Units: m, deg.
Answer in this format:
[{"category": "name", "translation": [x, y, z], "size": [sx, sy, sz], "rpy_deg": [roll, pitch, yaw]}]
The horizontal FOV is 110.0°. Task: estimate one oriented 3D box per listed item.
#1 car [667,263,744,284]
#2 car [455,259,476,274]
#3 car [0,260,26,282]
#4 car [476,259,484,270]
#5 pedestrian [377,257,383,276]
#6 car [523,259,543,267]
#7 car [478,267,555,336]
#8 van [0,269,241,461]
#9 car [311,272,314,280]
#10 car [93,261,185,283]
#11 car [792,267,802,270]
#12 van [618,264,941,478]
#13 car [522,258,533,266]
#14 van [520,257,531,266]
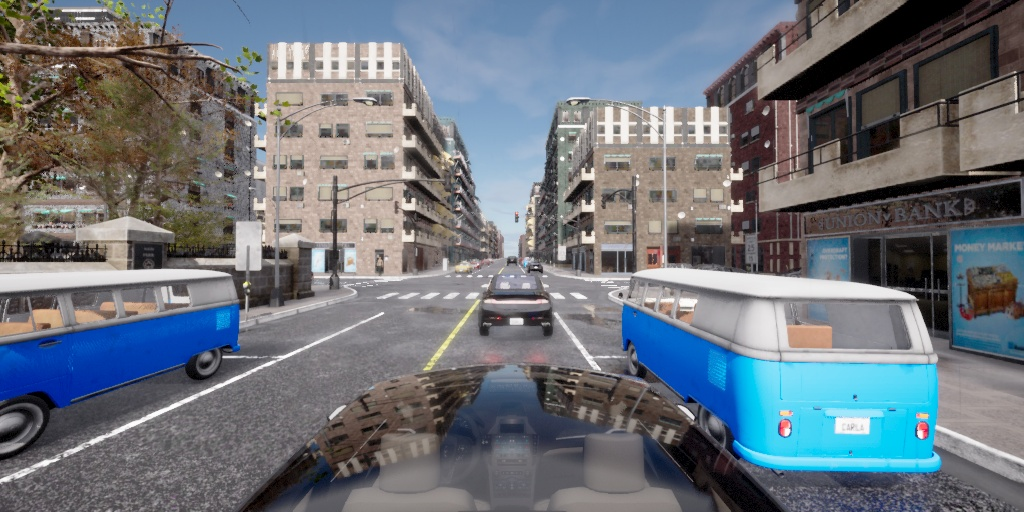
[{"category": "car", "translation": [15.102, 1.358, 28.175], "size": [5.008, 1.535, 1.882], "rpy_deg": [0, -1, 1]}, {"category": "car", "translation": [-5.673, 1.291, 42.439], "size": [1.751, 1.417, 4.829], "rpy_deg": [0, 0, 0]}, {"category": "car", "translation": [-38.426, 1.033, 25.641], "size": [4.892, 1.490, 1.837], "rpy_deg": [1, -1, 1]}, {"category": "car", "translation": [-5.669, 1.210, 53.895], "size": [1.967, 1.591, 4.097], "rpy_deg": [0, 0, 0]}, {"category": "pedestrian", "translation": [-12.526, 0.968, 34.054], "size": [0.375, 1.860, 0.375], "rpy_deg": [0, -1, 1]}, {"category": "car", "translation": [2.708, 1.331, 42.606], "size": [1.948, 1.339, 4.313], "rpy_deg": [0, 0, 0]}, {"category": "car", "translation": [0.103, 1.244, 10.390], "size": [2.128, 1.511, 4.902], "rpy_deg": [0, 0, 0]}, {"category": "van", "translation": [-5.655, 1.092, 4.664], "size": [1.690, 1.789, 3.998], "rpy_deg": [0, 0, 0]}, {"category": "car", "translation": [-16.578, 1.000, 25.364], "size": [4.553, 1.767, 2.097], "rpy_deg": [0, -1, 1]}, {"category": "car", "translation": [-26.404, 1.120, 25.483], "size": [4.674, 1.442, 1.812], "rpy_deg": [0, -1, 1]}, {"category": "car", "translation": [25.003, 1.462, 28.052], "size": [4.674, 1.442, 1.812], "rpy_deg": [0, -1, 1]}, {"category": "van", "translation": [2.660, 1.092, 4.659], "size": [1.690, 1.789, 3.998], "rpy_deg": [0, 0, 0]}, {"category": "car", "translation": [2.710, 1.318, 48.249], "size": [2.007, 1.370, 4.403], "rpy_deg": [0, 0, 0]}, {"category": "van", "translation": [2.715, 1.114, 59.533], "size": [1.690, 1.789, 3.998], "rpy_deg": [0, 0, 0]}]
